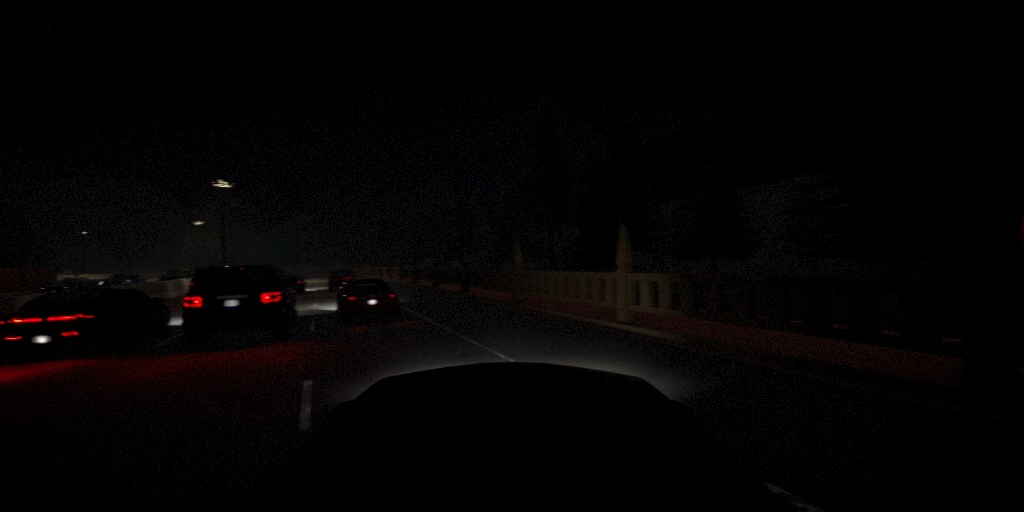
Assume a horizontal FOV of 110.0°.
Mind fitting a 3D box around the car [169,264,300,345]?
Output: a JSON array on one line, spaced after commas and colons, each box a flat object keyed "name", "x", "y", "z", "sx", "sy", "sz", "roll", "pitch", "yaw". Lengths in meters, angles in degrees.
[{"name": "car", "x": -8.121, "y": 1.295, "z": 11.159, "sx": 2.150, "sy": 2.045, "sz": 5.566, "roll": -1, "pitch": -1, "yaw": -28}]

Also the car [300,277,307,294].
[{"name": "car", "x": -15.940, "y": 2.009, "z": 25.682, "sx": 1.994, "sy": 1.385, "sz": 4.181, "roll": -1, "pitch": -1, "yaw": -28}]

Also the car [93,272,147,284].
[{"name": "car", "x": -36.502, "y": 2.423, "z": 33.741, "sx": 2.097, "sy": 1.767, "sz": 4.553, "roll": -1, "pitch": -1, "yaw": -30}]

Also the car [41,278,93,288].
[{"name": "car", "x": -39.666, "y": 2.686, "z": 32.347, "sx": 2.033, "sy": 1.411, "sz": 5.357, "roll": -1, "pitch": -1, "yaw": -29}]

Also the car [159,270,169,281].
[{"name": "car", "x": -34.436, "y": 2.284, "z": 37.241, "sx": 2.150, "sy": 2.045, "sz": 5.566, "roll": -1, "pitch": -1, "yaw": -30}]

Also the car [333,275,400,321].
[{"name": "car", "x": -5.772, "y": 1.610, "z": 14.204, "sx": 1.994, "sy": 1.385, "sz": 4.181, "roll": -1, "pitch": -1, "yaw": -28}]

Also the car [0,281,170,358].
[{"name": "car", "x": -11.476, "y": 1.649, "z": 10.024, "sx": 1.837, "sy": 1.490, "sz": 4.892, "roll": -1, "pitch": -1, "yaw": -28}]

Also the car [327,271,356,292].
[{"name": "car", "x": -13.347, "y": 1.885, "z": 28.251, "sx": 1.882, "sy": 1.535, "sz": 5.008, "roll": -1, "pitch": -1, "yaw": -28}]
